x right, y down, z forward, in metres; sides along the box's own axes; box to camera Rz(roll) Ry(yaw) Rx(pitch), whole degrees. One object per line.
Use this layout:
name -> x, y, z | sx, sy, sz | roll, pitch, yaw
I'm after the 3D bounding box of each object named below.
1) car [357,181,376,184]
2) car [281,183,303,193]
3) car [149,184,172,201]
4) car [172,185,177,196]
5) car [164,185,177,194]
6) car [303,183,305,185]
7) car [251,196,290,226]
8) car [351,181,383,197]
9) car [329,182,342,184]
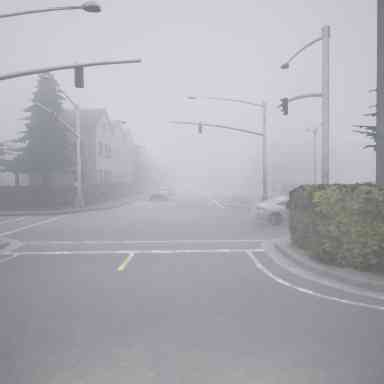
car -> 19.010, -0.176, 34.213 | 1.905, 1.878, 3.866 | -1, 2, 0
car -> 15.260, -0.525, 52.071 | 2.007, 1.523, 4.514 | -1, 2, 0
car -> -3.722, 0.163, 37.762 | 1.882, 1.535, 5.008 | -1, 2, 0
car -> -3.743, -0.305, 47.780 | 2.097, 1.767, 4.553 | -1, 2, 0
car -> -3.730, -0.508, 58.164 | 1.837, 1.490, 4.892 | -1, 2, 0
car -> 18.883, -0.872, 59.132 | 1.970, 1.475, 3.806 | -1, 2, 0
car -> 5.461, 0.968, 17.354 | 4.674, 1.442, 1.812 | 1, 3, 0
car -> 22.253, -0.461, 42.094 | 1.932, 1.855, 4.605 | -1, 2, 0
car -> 25.297, -1.034, 59.485 | 2.152, 1.636, 5.027 | -1, 2, 0
